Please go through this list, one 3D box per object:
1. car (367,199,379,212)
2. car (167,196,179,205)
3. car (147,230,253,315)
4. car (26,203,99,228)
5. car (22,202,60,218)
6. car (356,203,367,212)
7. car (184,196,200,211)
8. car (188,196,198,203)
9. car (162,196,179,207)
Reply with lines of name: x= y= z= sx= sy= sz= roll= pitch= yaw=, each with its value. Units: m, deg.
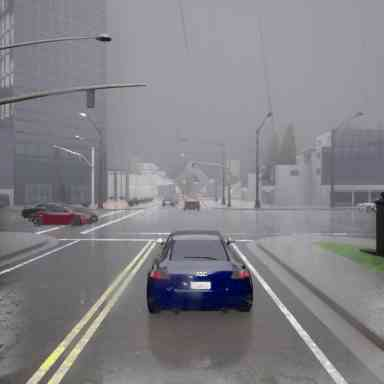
car: x=20.520 y=1.515 z=33.571 sx=4.181 sy=1.385 sz=1.994 roll=0 pitch=0 yaw=0
car: x=-3.516 y=1.505 z=61.561 sx=1.837 sy=1.490 sz=4.892 roll=0 pitch=0 yaw=1
car: x=0.091 y=1.564 z=7.685 sx=1.994 sy=1.385 sz=4.181 roll=0 pitch=0 yaw=-2
car: x=-8.459 y=1.605 z=22.347 sx=4.181 sy=1.385 sz=1.994 roll=0 pitch=0 yaw=8
car: x=-10.749 y=1.548 z=26.195 sx=4.902 sy=1.511 sz=2.128 roll=0 pitch=0 yaw=-1
car: x=20.760 y=1.477 z=37.085 sx=4.674 sy=1.442 sz=1.812 roll=0 pitch=0 yaw=-2
car: x=0.003 y=1.485 z=41.748 sx=1.882 sy=1.535 sz=5.008 roll=0 pitch=0 yaw=2
car: x=0.180 y=1.564 z=67.922 sx=1.994 sy=1.385 sz=4.181 roll=0 pitch=0 yaw=1
car: x=-3.566 y=1.491 z=51.162 sx=2.128 sy=1.511 sz=4.902 roll=0 pitch=0 yaw=0
